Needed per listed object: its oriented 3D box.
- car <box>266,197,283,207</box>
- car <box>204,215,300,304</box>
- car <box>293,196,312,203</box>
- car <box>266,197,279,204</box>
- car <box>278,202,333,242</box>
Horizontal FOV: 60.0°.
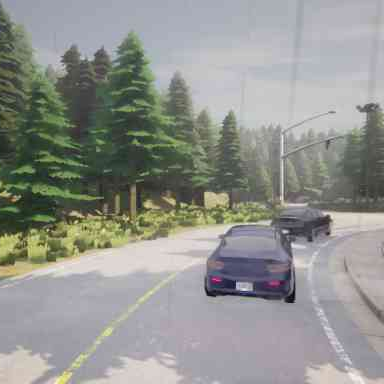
[{"bbox_3d":[13.437,1.552,53.923,1.812,1.442,4.674,0,0,26],"label":"car"},{"bbox_3d":[1.550,1.526,8.191,1.812,1.442,4.674,0,0,15],"label":"car"},{"bbox_3d":[21.387,1.517,64.181,4.902,1.511,2.128,0,0,-43],"label":"car"},{"bbox_3d":[11.039,1.532,44.306,1.837,1.490,4.892,0,0,5],"label":"car"},{"bbox_3d":[5.640,1.506,16.741,1.837,1.490,4.892,0,0,37],"label":"car"}]
